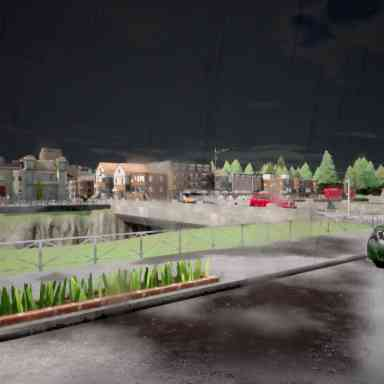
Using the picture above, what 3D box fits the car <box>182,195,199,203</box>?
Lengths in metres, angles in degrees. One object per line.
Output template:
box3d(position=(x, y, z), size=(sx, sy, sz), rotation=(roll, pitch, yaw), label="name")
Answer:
box3d(position=(0.215, 1.352, 55.912), size=(2.097, 1.767, 4.553), rotation=(0, 0, -36), label="car")

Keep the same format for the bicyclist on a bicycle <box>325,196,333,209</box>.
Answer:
box3d(position=(16.589, 1.349, 40.345), size=(1.656, 1.620, 0.582), rotation=(0, 0, -36), label="bicyclist on a bicycle")

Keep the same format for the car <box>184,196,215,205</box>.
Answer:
box3d(position=(1.341, 1.601, 47.168), size=(1.895, 1.301, 4.718), rotation=(0, 0, -35), label="car")

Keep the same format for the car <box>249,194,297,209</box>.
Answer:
box3d(position=(8.842, 1.221, 36.733), size=(2.150, 2.045, 5.566), rotation=(0, 0, -36), label="car")

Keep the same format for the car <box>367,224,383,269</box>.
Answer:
box3d(position=(7.576, 1.221, 9.920), size=(5.566, 2.045, 2.150), rotation=(0, 0, -33), label="car")
